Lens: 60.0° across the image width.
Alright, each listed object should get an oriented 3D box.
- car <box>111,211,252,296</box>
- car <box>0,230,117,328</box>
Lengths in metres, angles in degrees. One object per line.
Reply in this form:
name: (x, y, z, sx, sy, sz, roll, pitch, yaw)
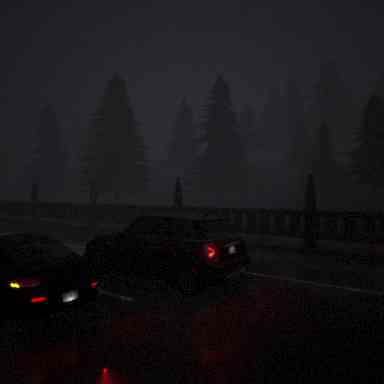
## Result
car: (-0.807, 1.346, 8.866, 4.553, 1.767, 2.097, 0, 0, 35)
car: (-3.850, 1.518, 6.736, 4.674, 1.442, 1.812, 0, 0, 35)
